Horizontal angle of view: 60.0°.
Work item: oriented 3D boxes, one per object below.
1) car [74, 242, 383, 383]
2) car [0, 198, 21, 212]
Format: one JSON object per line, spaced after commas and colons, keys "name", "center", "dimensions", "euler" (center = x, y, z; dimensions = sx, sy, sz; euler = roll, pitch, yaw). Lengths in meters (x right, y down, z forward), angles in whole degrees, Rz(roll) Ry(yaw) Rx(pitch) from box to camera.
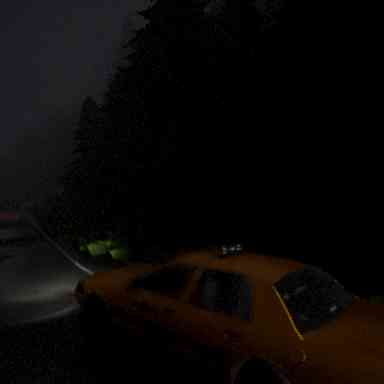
{"name": "car", "center": [0.284, 1.465, 4.590], "dimensions": [5.366, 1.575, 1.801], "euler": [0, 0, 43]}
{"name": "car", "center": [-21.386, 1.507, 39.240], "dimensions": [2.128, 1.511, 4.902], "euler": [-2, 1, -28]}
